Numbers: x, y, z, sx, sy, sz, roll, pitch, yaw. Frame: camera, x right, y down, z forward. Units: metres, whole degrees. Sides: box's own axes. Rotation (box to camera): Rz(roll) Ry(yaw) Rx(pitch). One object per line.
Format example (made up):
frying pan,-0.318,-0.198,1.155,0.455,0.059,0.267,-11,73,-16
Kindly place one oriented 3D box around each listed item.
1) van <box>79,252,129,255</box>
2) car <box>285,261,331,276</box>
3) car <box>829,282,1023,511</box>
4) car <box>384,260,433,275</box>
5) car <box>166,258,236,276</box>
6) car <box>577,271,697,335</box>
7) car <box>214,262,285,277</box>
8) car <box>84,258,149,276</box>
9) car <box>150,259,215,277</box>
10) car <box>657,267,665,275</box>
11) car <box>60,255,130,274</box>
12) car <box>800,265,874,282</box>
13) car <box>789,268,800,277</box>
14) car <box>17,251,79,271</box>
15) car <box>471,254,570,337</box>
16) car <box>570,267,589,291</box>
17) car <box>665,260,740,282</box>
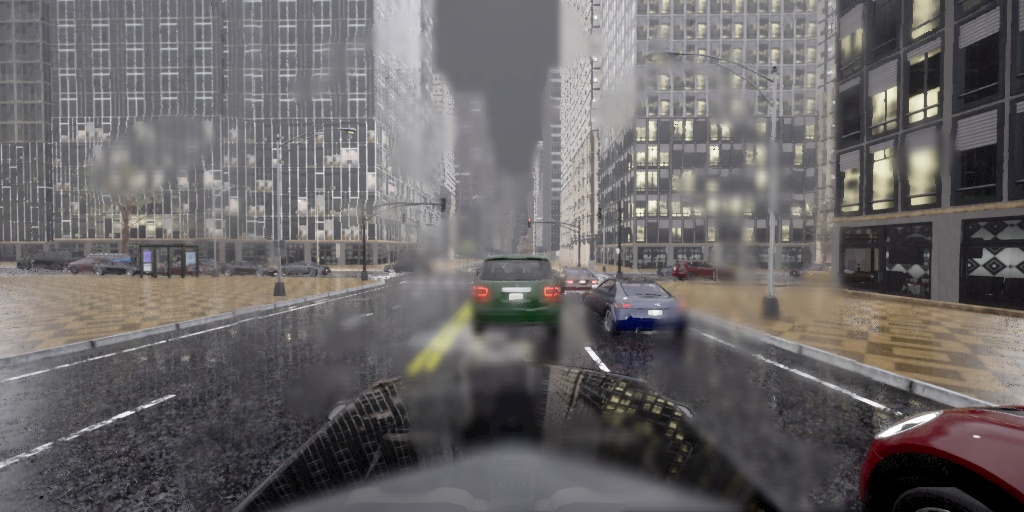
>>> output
van,-45.217,0.605,40.131,3.998,1.789,1.690,0,0,1
car,-19.406,1.157,33.758,4.181,1.385,1.994,1,1,1
car,3.344,1.103,0.444,2.097,1.767,4.553,0,0,0
car,-10.577,1.126,36.771,4.892,1.490,1.837,1,1,1
car,-29.375,0.995,33.978,4.902,1.511,2.128,1,1,1
car,3.372,1.310,10.488,1.994,1.385,4.181,0,0,-1
car,-22.678,1.174,31.123,4.313,1.339,1.948,0,0,1
car,-34.042,1.069,31.450,4.313,1.339,1.948,0,0,1
car,-28.361,1.138,31.267,4.207,1.307,1.802,0,0,1
car,16.939,1.430,36.287,4.181,1.385,1.994,1,1,1
car,-39.447,0.937,34.208,4.674,1.442,1.812,1,1,2
car,27.694,1.578,30.307,4.829,1.417,1.751,0,0,1
car,30.405,1.548,36.025,4.181,1.385,1.994,1,1,1
car,-48.084,0.501,37.588,5.566,2.045,2.150,1,1,1
car,0.115,0.967,10.394,2.150,2.045,5.566,0,0,0
car,3.385,1.288,19.730,2.033,1.411,5.357,0,0,0
car,16.246,1.269,30.524,5.009,1.841,2.192,0,0,1
